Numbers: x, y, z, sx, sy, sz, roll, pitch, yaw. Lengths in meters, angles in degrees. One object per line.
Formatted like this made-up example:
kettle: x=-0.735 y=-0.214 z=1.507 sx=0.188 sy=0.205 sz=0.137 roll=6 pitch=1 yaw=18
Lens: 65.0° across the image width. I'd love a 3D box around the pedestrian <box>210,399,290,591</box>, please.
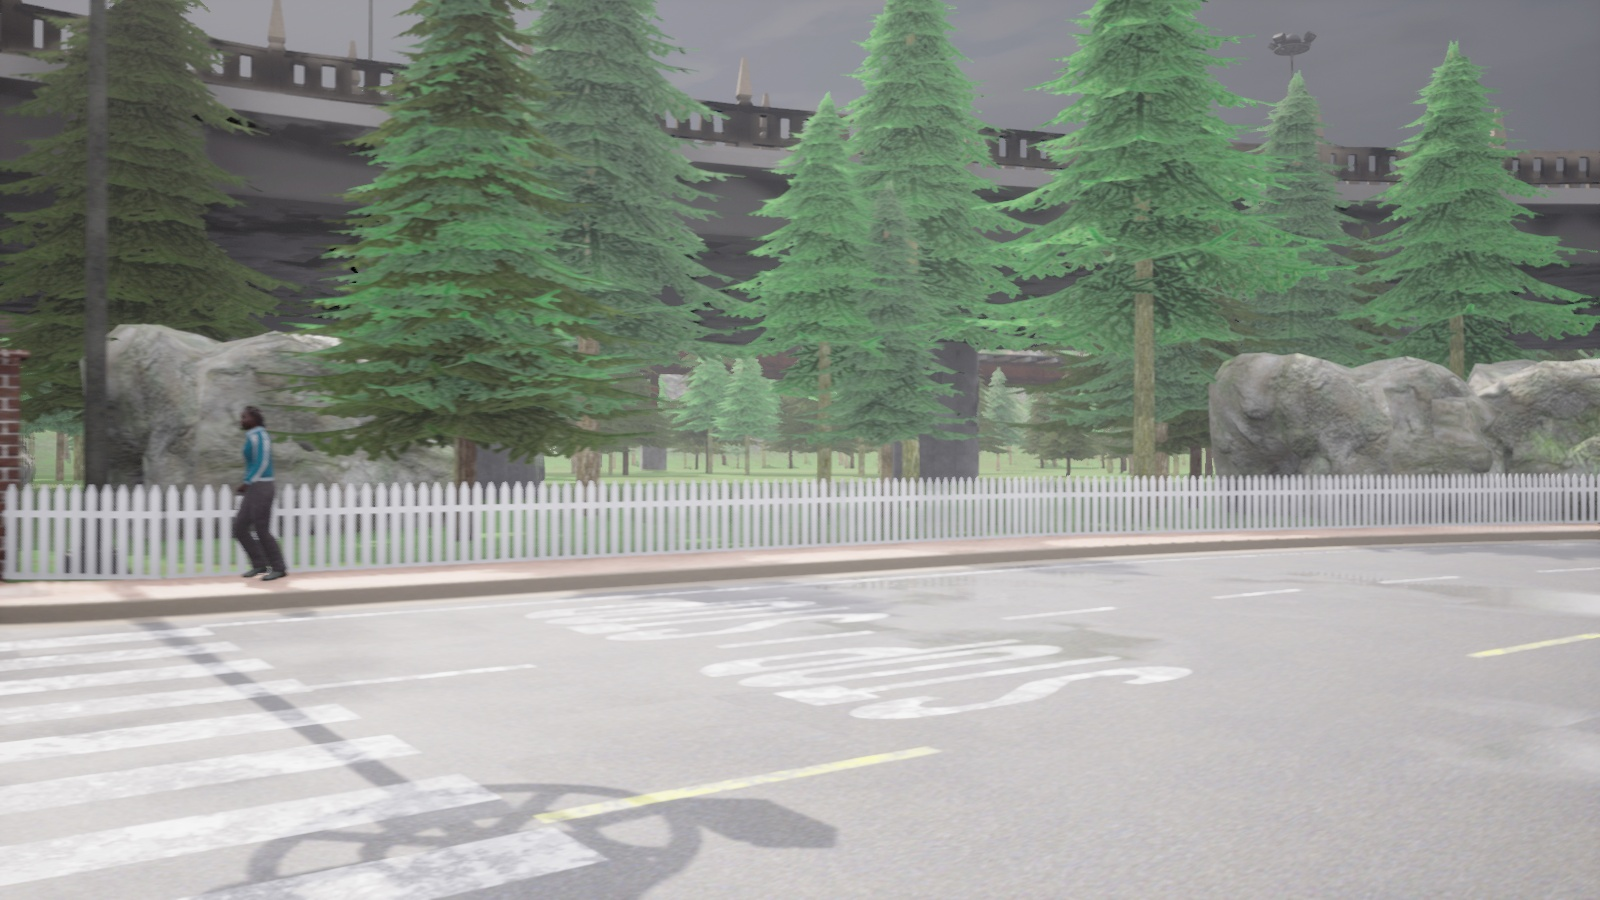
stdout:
pedestrian: x=-5.688 y=0.455 z=12.992 sx=0.692 sy=1.930 sz=0.396 roll=0 pitch=0 yaw=-37
